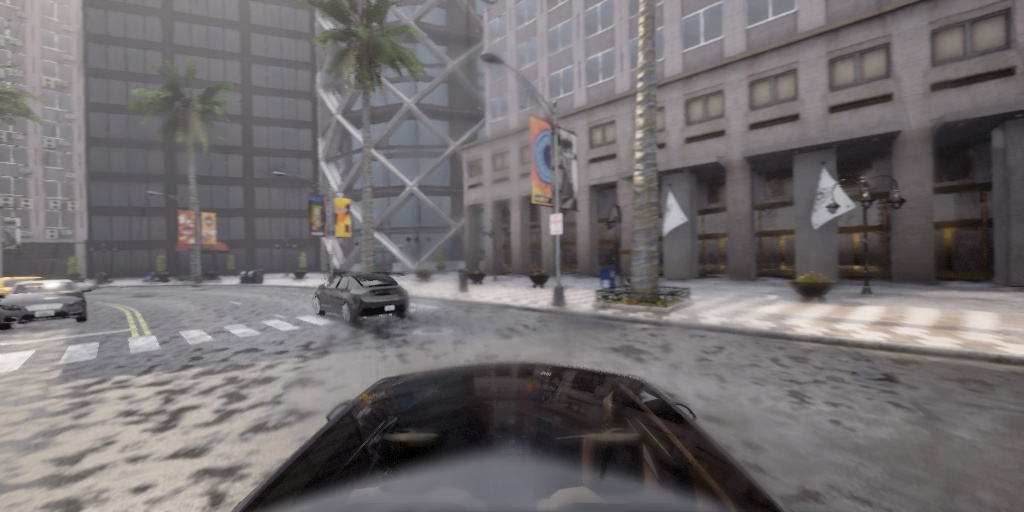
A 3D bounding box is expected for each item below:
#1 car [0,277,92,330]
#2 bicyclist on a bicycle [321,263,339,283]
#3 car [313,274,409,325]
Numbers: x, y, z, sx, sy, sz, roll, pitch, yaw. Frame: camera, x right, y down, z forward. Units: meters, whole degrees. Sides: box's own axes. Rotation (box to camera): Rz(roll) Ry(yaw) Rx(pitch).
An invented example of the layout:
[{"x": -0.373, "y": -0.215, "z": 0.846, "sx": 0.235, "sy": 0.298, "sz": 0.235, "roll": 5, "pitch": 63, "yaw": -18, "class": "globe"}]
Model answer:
[{"x": -16.904, "y": 1.626, "z": 13.016, "sx": 4.902, "sy": 1.511, "sz": 2.128, "roll": -1, "pitch": 0, "yaw": 38, "class": "car"}, {"x": -15.085, "y": 1.393, "z": 29.768, "sx": 0.582, "sy": 1.620, "sz": 1.656, "roll": -1, "pitch": 0, "yaw": 29, "class": "bicyclist on a bicycle"}, {"x": -5.416, "y": 1.378, "z": 12.619, "sx": 1.837, "sy": 1.490, "sz": 4.892, "roll": 0, "pitch": -1, "yaw": -45, "class": "car"}]
